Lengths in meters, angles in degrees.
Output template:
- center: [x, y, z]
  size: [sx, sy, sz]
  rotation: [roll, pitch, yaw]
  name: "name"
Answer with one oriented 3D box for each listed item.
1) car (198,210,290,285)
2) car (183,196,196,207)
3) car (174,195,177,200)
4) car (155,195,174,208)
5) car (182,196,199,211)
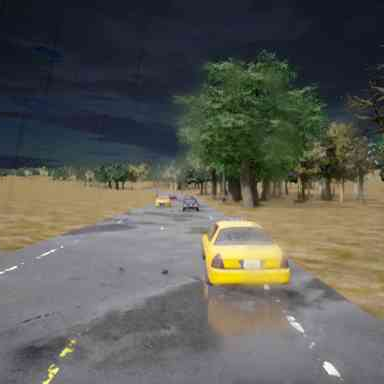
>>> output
- center: [1.219, 1.443, 9.354]
  size: [1.801, 1.575, 5.366]
  rotation: [0, 0, 0]
  name: "car"
- center: [-0.351, 1.350, 48.788]
  size: [1.812, 1.442, 4.674]
  rotation: [0, 0, -1]
  name: "car"
- center: [-4.457, 1.239, 77.349]
  size: [1.895, 1.301, 4.718]
  rotation: [0, 0, -1]
  name: "car"
- center: [-3.922, 1.321, 45.715]
  size: [1.882, 1.535, 5.008]
  rotation: [0, 0, -1]
  name: "car"
- center: [-0.142, 1.432, 38.205]
  size: [2.033, 1.411, 5.357]
  rotation: [0, 0, -1]
  name: "car"
